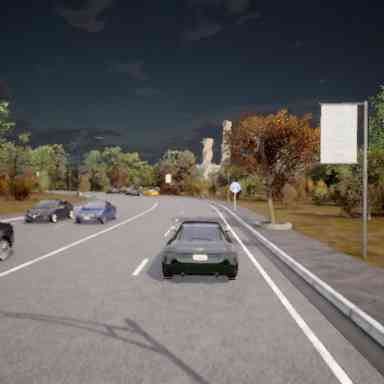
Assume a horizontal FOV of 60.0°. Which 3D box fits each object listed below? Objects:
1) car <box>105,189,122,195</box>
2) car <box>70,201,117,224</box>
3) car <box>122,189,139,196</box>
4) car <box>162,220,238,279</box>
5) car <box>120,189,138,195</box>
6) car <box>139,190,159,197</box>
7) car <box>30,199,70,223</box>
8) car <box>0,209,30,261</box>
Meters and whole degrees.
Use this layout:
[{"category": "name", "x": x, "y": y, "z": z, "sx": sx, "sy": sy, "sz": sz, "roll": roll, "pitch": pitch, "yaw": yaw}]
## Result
[{"category": "car", "x": -19.299, "y": -0.143, "z": 80.949, "sx": 4.181, "sy": 1.385, "sz": 1.994, "roll": 2, "pitch": 1, "yaw": 44}, {"category": "car", "x": -6.488, "y": 1.337, "z": 23.059, "sx": 1.812, "sy": 1.442, "sz": 4.674, "roll": 0, "pitch": 1, "yaw": 2}, {"category": "car", "x": -13.165, "y": 0.201, "z": 73.306, "sx": 1.994, "sy": 1.385, "sz": 4.181, "roll": 0, "pitch": 1, "yaw": -36}, {"category": "car", "x": 0.248, "y": 1.540, "z": 10.028, "sx": 1.994, "sy": 1.385, "sz": 4.181, "roll": 0, "pitch": 0, "yaw": 2}, {"category": "car", "x": -15.563, "y": -0.105, "z": 82.102, "sx": 4.718, "sy": 1.301, "sz": 1.895, "roll": 2, "pitch": 1, "yaw": 44}, {"category": "car", "x": -9.278, "y": 0.186, "z": 73.781, "sx": 1.882, "sy": 1.535, "sz": 5.008, "roll": 0, "pitch": 1, "yaw": -36}, {"category": "car", "x": -9.970, "y": 1.284, "z": 23.615, "sx": 1.837, "sy": 1.490, "sz": 4.892, "roll": 0, "pitch": 1, "yaw": 2}, {"category": "car", "x": -6.879, "y": 1.420, "z": 9.158, "sx": 2.128, "sy": 1.511, "sz": 4.902, "roll": 0, "pitch": 0, "yaw": 2}]
